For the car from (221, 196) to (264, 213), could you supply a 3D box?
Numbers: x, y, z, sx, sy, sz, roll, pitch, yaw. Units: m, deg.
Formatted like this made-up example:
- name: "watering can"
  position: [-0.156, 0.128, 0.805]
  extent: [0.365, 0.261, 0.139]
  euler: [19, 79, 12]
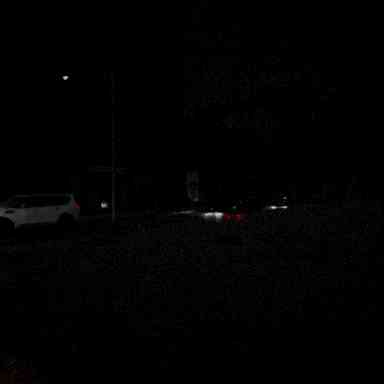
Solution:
- name: "car"
  position: [5.144, 1.127, 31.265]
  extent: [2.128, 1.511, 4.902]
  euler: [-1, -1, 35]

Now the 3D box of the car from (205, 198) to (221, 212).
- name: "car"
  position: [3.424, 1.237, 33.930]
  extent: [2.033, 1.411, 5.357]
  euler: [-1, -1, 35]

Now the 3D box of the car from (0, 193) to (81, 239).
- name: "car"
  position: [-8.476, 1.113, 17.190]
  extent: [2.150, 2.045, 5.566]
  euler: [-1, -1, 35]

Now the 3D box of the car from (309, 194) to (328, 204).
- name: "car"
  position: [19.620, 1.097, 51.655]
  extent: [1.812, 1.442, 4.674]
  euler: [-1, -1, 35]

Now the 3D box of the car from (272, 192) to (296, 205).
- name: "car"
  position: [13.123, 0.799, 47.432]
  extent: [2.097, 1.767, 4.553]
  euler: [-1, -1, 35]
